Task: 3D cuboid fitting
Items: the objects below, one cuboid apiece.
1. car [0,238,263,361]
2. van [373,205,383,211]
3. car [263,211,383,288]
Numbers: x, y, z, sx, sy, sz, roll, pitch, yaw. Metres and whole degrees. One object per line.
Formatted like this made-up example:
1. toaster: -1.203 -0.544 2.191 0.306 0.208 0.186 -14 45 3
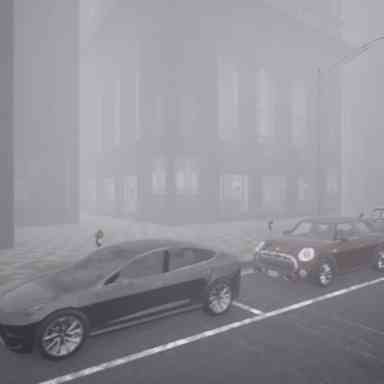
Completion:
1. car: -1.004 1.568 5.935 4.313 1.339 1.947 0 0 -36
2. van: 8.173 1.356 12.484 3.998 1.788 1.690 0 0 -36
3. car: 3.585 1.448 9.210 4.097 1.590 1.967 0 0 -36
